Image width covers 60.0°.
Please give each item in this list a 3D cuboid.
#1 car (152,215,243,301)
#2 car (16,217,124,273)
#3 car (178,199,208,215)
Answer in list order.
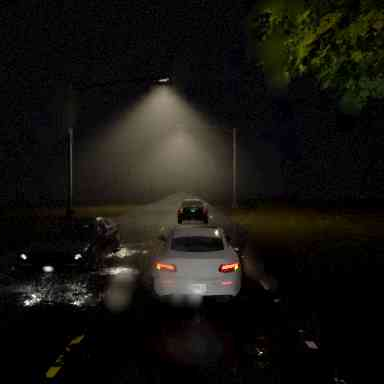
[{"bbox_3d":[0.103,1.524,8.181,1.812,1.442,4.674,0,0,0],"label":"car"},{"bbox_3d":[-3.599,1.544,11.000,2.033,1.411,5.357,0,0,0],"label":"car"},{"bbox_3d":[0.059,1.300,24.793,2.097,1.767,4.553,0,0,0],"label":"car"}]
